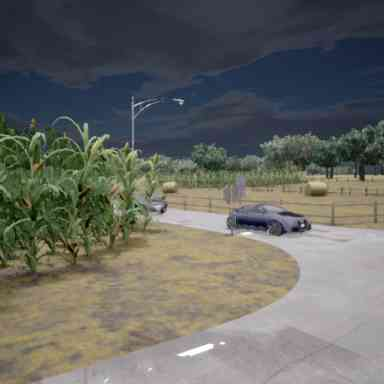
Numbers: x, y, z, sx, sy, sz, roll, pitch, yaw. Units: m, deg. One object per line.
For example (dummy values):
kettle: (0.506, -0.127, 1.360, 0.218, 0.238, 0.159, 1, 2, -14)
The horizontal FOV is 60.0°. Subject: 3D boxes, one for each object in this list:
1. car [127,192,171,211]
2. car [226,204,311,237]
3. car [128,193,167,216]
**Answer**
car: (-4.221, 0.857, 31.941, 2.128, 1.511, 4.902, -1, 2, -35)
car: (3.675, 1.283, 16.448, 1.994, 1.385, 4.181, -1, 2, -40)
car: (-3.861, 0.979, 26.533, 2.128, 1.511, 4.902, -1, 2, -36)
